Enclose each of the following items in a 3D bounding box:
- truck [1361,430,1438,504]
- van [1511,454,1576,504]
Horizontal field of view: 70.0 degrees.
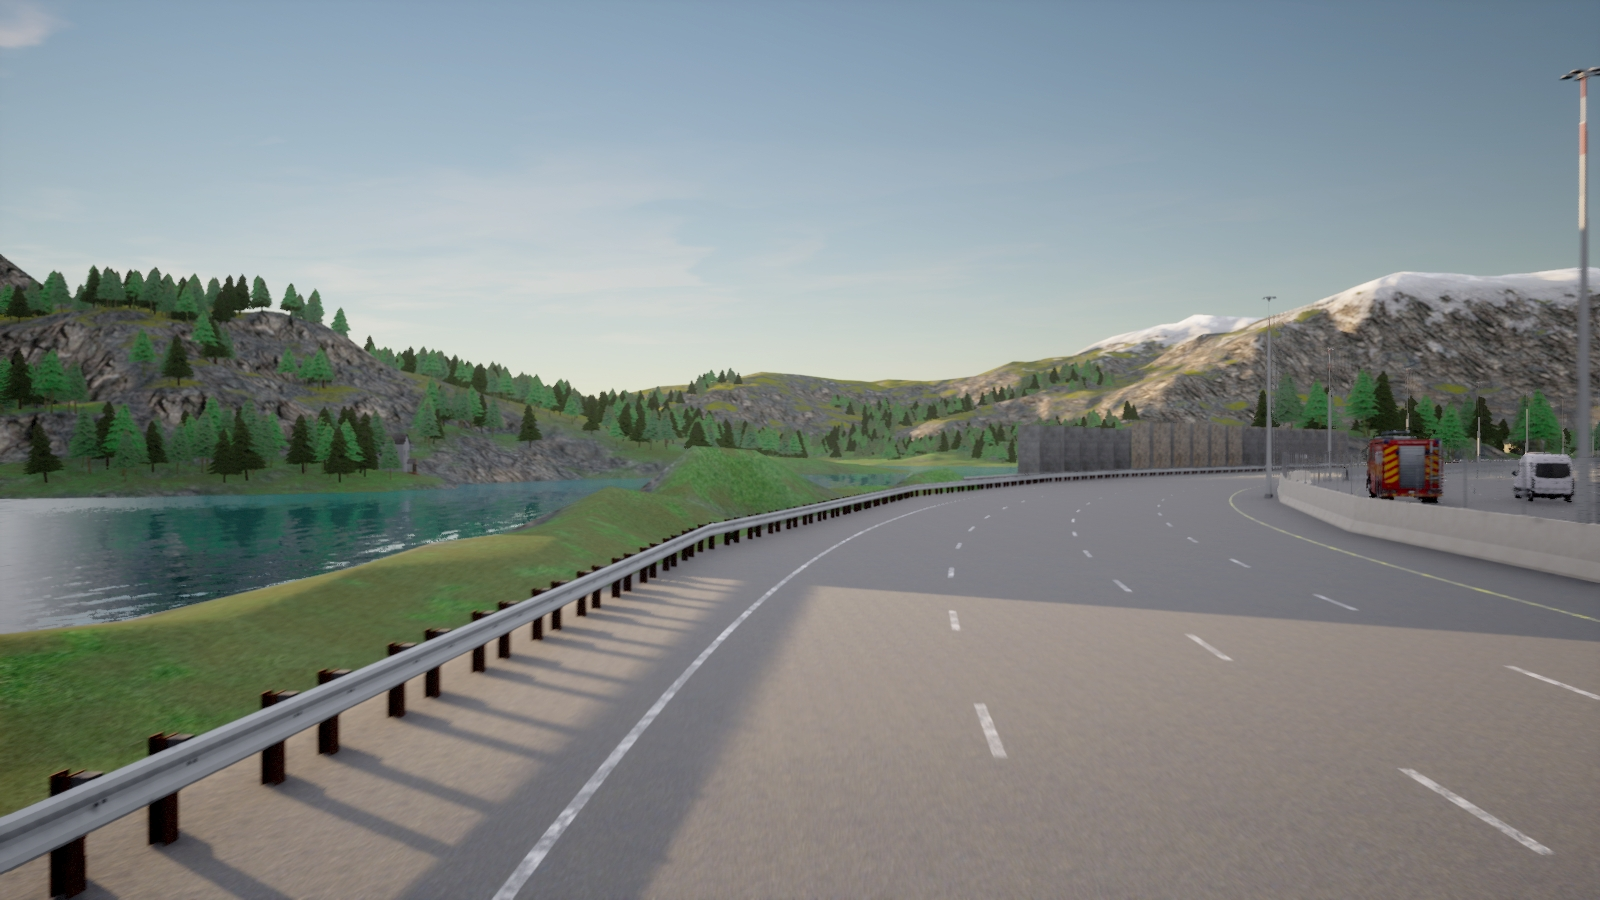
[{"bbox_3d":[33.147,0.878,63.426,2.891,3.827,8.468,0,0,22],"label":"truck"},{"bbox_3d":[40.940,1.527,63.036,1.988,2.561,5.915,0,0,23],"label":"van"}]
